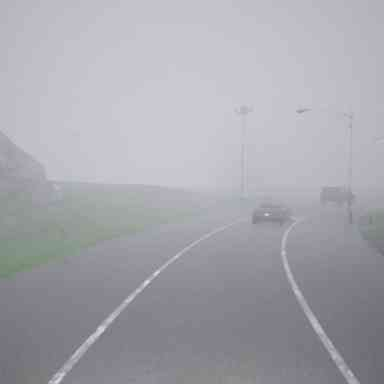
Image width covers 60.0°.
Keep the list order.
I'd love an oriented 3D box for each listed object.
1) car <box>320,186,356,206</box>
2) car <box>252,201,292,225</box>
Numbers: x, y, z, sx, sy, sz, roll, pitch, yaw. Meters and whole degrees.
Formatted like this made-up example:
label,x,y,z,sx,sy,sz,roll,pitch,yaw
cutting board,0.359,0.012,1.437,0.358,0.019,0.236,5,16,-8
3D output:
label,x,y,z,sx,sy,sz,roll,pitch,yaw
car,16.515,0.392,37.564,5.566,2.045,2.150,-2,3,-45
car,5.339,1.284,21.858,1.994,1.385,4.181,1,2,24
